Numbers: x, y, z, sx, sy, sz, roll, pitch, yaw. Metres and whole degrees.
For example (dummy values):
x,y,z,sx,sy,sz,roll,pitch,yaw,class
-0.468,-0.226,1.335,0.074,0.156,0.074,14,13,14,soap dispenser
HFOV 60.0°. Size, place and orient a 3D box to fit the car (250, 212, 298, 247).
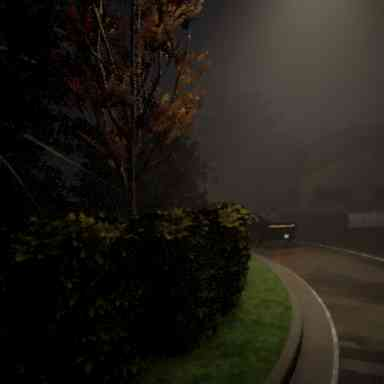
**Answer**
x,y,z,sx,sy,sz,roll,pitch,yaw,class
3.090,1.726,16.529,2.128,1.511,4.902,0,-1,-23,car
